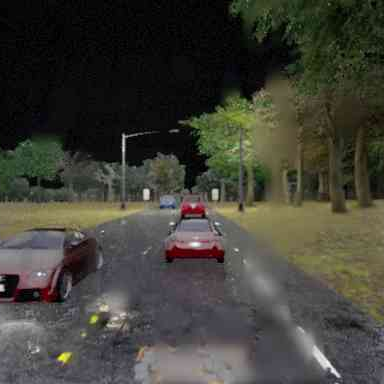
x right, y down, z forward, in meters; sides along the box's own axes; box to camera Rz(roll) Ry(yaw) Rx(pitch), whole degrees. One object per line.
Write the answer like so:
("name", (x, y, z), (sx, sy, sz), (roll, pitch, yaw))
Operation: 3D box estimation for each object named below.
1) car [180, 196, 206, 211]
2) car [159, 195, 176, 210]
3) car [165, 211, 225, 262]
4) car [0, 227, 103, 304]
("car", (0.108, 1.347, 30.699), (2.150, 2.045, 5.566), (0, 0, 0))
("car", (-3.562, 1.517, 49.415), (2.150, 2.045, 5.566), (0, 0, 0))
("car", (0.100, 1.601, 12.317), (1.994, 1.385, 4.181), (0, 0, 0))
("car", (-3.595, 1.589, 8.135), (1.994, 1.385, 4.181), (0, 0, 0))
